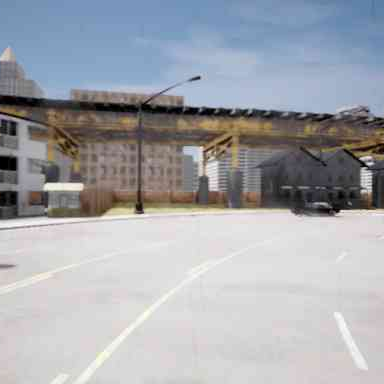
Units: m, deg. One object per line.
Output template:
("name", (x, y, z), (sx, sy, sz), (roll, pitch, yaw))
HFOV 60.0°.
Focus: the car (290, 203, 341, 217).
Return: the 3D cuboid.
("car", (12.042, 1.744, 32.562), (4.718, 1.301, 1.895), (1, 0, -20))
